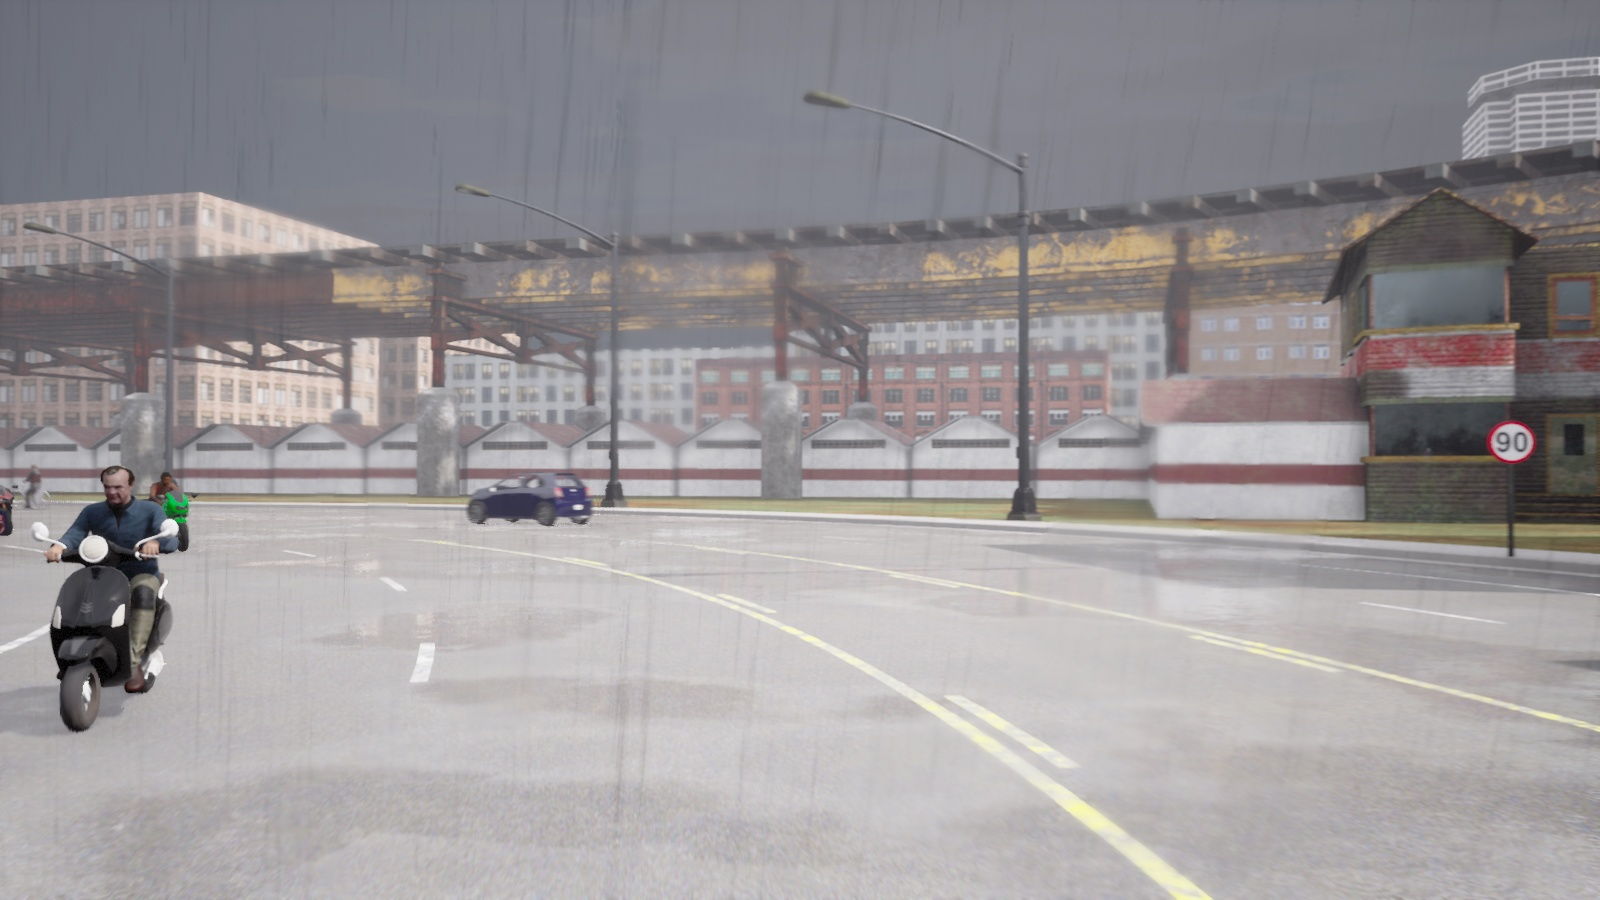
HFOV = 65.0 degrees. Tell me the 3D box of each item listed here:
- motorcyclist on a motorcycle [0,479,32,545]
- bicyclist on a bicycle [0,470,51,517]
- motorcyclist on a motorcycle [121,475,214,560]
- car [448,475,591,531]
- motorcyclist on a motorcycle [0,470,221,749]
[{"bbox_3d":[-19.339,1.461,29.864,2.191,1.530,0.866,-1,-1,29],"label":"motorcyclist on a motorcycle"},{"bbox_3d":[-29.894,1.666,48.386,1.843,1.776,0.659,0,-1,15],"label":"bicyclist on a bicycle"},{"bbox_3d":[-12.125,1.267,24.045,2.044,1.523,0.797,-1,1,40],"label":"motorcyclist on a motorcycle"},{"bbox_3d":[-7.952,1.459,35.601,3.633,1.501,1.845,-1,-1,29],"label":"car"},{"bbox_3d":[-4.435,0.930,8.164,0.866,1.590,1.817,-1,-1,-13],"label":"motorcyclist on a motorcycle"}]
